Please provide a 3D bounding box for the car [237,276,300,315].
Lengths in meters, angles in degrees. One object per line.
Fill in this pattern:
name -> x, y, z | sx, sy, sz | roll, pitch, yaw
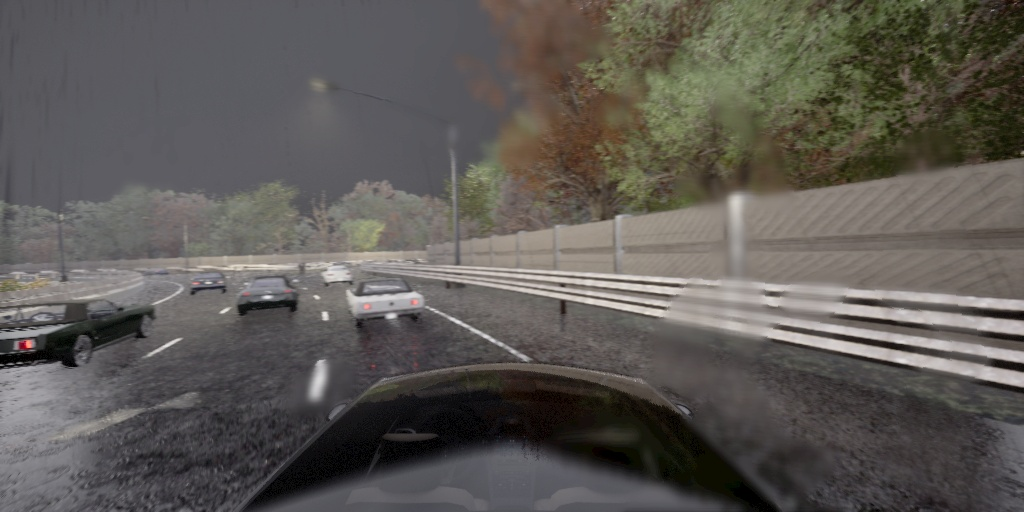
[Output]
car -> -10.139, 1.528, 15.147 | 1.994, 1.385, 4.181 | -2, 1, -30

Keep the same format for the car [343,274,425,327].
car -> -4.402, 1.401, 11.992 | 1.895, 1.301, 4.718 | -2, 1, -27

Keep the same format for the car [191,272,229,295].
car -> -20.676, 1.778, 24.546 | 2.033, 1.411, 5.357 | -2, 1, -38

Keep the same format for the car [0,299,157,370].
car -> -10.118, 1.632, 8.061 | 1.895, 1.301, 4.718 | -2, 1, -27

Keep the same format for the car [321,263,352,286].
car -> -13.521, 1.485, 27.649 | 1.812, 1.442, 4.674 | -2, 1, -31
